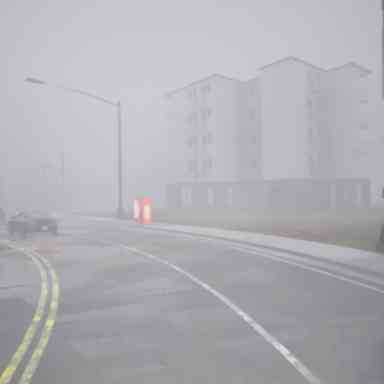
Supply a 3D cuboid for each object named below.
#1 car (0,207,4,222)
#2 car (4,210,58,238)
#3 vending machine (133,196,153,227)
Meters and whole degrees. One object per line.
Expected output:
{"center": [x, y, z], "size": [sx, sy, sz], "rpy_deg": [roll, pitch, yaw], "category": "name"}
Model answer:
{"center": [-18.050, 1.906, 29.705], "size": [1.882, 1.535, 5.008], "rpy_deg": [-1, 0, -40], "category": "car"}
{"center": [-9.243, 1.765, 19.346], "size": [1.812, 1.442, 4.674], "rpy_deg": [-1, 0, -40], "category": "car"}
{"center": [-3.532, 1.365, 23.942], "size": [1.100, 2.100, 0.880], "rpy_deg": [-1, 0, -41], "category": "vending machine"}
